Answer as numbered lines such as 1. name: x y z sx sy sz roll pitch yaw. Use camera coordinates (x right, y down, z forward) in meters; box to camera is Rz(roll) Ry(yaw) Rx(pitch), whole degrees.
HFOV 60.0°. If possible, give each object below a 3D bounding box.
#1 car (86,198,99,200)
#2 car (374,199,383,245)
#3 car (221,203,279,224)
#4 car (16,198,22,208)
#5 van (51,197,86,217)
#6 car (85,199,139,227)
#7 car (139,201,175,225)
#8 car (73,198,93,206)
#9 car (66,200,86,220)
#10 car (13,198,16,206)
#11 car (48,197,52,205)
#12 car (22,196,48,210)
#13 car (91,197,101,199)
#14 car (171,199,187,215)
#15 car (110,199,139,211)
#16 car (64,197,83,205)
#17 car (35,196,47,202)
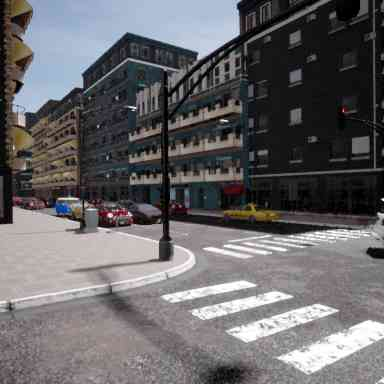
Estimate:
1. car: -12.654 1.662 37.957 2.033 1.411 5.357 -1 0 -35
2. car: 9.529 1.208 11.650 5.566 2.045 2.150 -1 1 21
3. car: 4.102 1.498 24.458 1.752 1.417 4.829 -1 1 -36
4. car: -25.151 1.770 50.954 1.947 1.339 4.313 -1 1 -36
5. van: -12.276 1.483 32.947 1.690 1.788 3.998 -1 1 -36
6. car: -5.835 1.553 23.946 1.967 1.590 4.097 -1 1 -36
7. car: -3.836 1.622 25.605 2.033 1.411 5.357 -1 0 -36
8. car: -18.336 1.644 55.828 1.947 1.339 4.313 -1 1 -36
9. car: -8.954 1.652 28.309 1.752 1.417 4.829 -1 1 -36
10. car: -31.591 1.783 59.957 1.887 1.381 4.507 -1 1 -36
11. car: -25.360 1.648 61.197 1.837 1.490 4.892 -1 0 -36
12. car: -21.934 1.628 46.452 1.967 1.590 4.097 -1 1 -36
13. car: -15.118 1.502 51.326 1.967 1.590 4.097 -1 1 -36
14. car: -2.239 1.441 33.321 1.967 1.590 4.097 -1 1 -36
15. car: -8.677 1.582 42.324 2.008 1.369 4.403 -1 1 -36
16. car: -21.556 1.646 60.330 2.008 1.369 4.403 -1 1 -36
17. car: -37.654 1.729 82.837 1.887 1.381 4.507 -1 1 -36
